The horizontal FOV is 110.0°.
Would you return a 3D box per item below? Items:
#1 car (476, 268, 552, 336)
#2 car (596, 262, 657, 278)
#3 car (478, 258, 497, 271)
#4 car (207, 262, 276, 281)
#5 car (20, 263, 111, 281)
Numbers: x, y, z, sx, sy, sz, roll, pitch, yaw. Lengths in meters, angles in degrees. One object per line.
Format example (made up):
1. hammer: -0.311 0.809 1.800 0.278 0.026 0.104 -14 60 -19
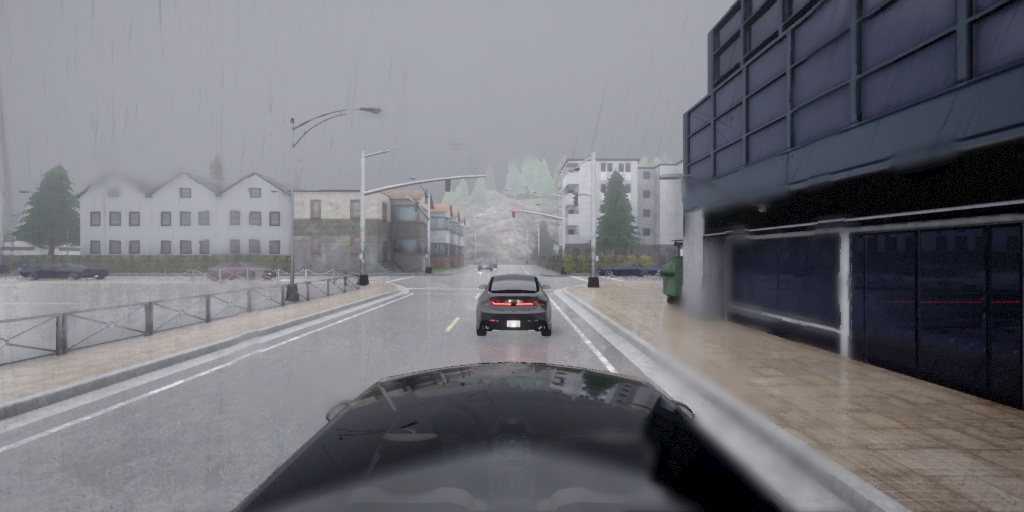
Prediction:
1. car: 0.069 1.255 10.365 1.837 1.490 4.892 0 0 1
2. car: 9.512 1.174 30.208 4.718 1.301 1.895 0 0 2
3. car: -3.509 1.241 48.334 2.128 1.511 4.902 0 0 0
4. car: -19.885 1.138 26.526 4.181 1.385 1.994 0 0 0
5. car: -32.969 1.174 26.592 4.718 1.301 1.895 0 0 0
